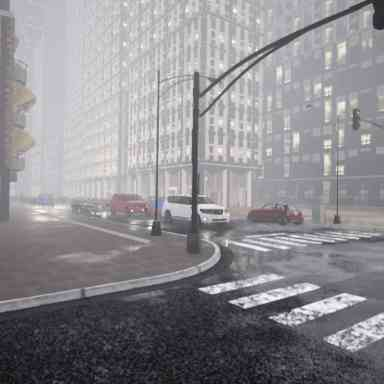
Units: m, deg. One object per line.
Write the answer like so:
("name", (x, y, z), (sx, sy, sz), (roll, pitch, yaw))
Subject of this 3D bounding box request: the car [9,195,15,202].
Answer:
("car", (-36.752, 1.394, 69.906), (1.947, 1.339, 4.313), (1, -1, -35))

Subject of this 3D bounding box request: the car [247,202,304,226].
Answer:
("car", (5.869, 1.500, 23.923), (1.967, 1.590, 4.097), (1, -1, -35))

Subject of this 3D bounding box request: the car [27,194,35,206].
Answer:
("car", (-23.746, 1.430, 51.431), (1.802, 1.307, 4.206), (1, -1, -35))

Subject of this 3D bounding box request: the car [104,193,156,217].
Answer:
("car", (-5.687, 1.152, 30.289), (2.150, 2.045, 5.566), (1, -1, -35))

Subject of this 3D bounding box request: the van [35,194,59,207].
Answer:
("van", (-20.490, 1.195, 46.814), (1.690, 1.788, 3.998), (1, -1, -35))

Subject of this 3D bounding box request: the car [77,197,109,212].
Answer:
("car", (-11.524, 1.409, 38.592), (2.128, 1.511, 4.902), (1, -1, -35))

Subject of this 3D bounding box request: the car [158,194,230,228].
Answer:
("car", (0.081, 1.167, 22.093), (2.150, 2.045, 5.566), (1, -1, -35))

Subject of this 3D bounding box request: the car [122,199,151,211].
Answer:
("car", (-7.139, 1.580, 42.397), (2.008, 1.369, 4.403), (1, -1, -35))

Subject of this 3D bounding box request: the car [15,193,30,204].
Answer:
("car", (-30.245, 1.153, 60.671), (2.192, 1.841, 5.009), (1, -1, -35))

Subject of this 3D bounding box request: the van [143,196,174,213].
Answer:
("van", (-3.884, 1.377, 37.780), (1.690, 1.788, 3.998), (1, -1, -35))

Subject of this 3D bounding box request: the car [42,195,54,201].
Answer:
("car", (-36.404, 1.566, 83.967), (1.802, 1.307, 4.206), (1, -1, -35))

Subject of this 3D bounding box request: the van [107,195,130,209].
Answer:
("van", (-10.387, 1.364, 47.019), (1.690, 1.788, 3.998), (1, -1, -35))

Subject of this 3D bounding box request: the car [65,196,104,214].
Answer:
("car", (-10.740, 1.424, 32.955), (2.008, 1.369, 4.403), (1, -1, -35))

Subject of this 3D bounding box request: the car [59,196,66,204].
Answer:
("car", (-23.978, 1.430, 61.818), (1.882, 1.535, 5.008), (1, -1, -35))

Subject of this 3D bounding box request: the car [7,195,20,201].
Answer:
("car", (-40.003, 1.375, 74.525), (2.008, 1.369, 4.403), (1, -1, -35))

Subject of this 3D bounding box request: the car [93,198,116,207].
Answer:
("car", (-13.643, 1.582, 51.635), (1.947, 1.339, 4.313), (1, -1, -35))
